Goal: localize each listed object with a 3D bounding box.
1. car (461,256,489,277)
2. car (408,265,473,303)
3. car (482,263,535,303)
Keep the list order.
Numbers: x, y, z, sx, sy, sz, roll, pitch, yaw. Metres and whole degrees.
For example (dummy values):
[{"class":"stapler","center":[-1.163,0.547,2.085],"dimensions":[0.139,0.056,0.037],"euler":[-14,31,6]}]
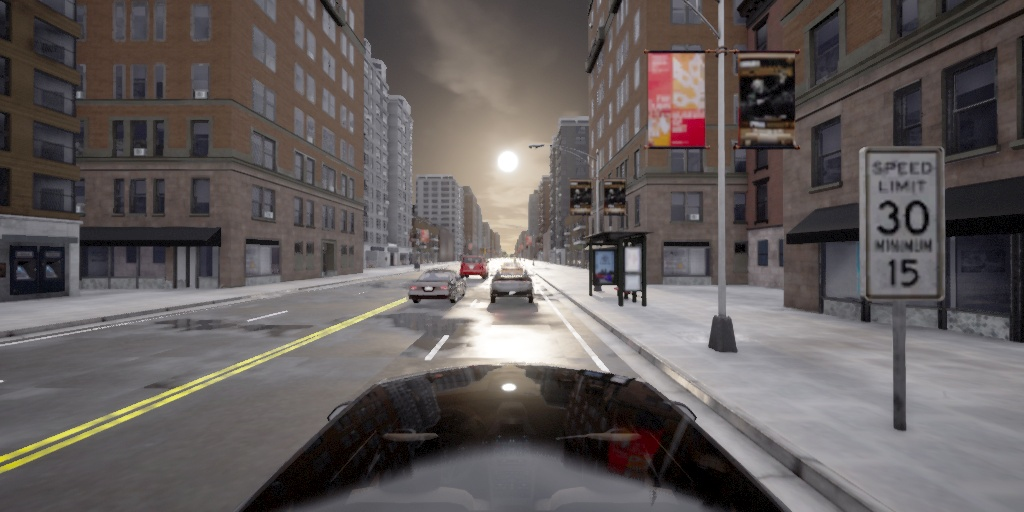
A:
[{"class":"car","center":[-3.250,1.016,31.530],"dimensions":[2.150,2.045,5.566],"euler":[0,0,0]},{"class":"car","center":[-3.249,1.315,16.500],"dimensions":[2.033,1.411,5.357],"euler":[0,0,0]},{"class":"car","center":[0.001,1.247,16.500],"dimensions":[2.128,1.511,4.902],"euler":[0,0,0]}]
